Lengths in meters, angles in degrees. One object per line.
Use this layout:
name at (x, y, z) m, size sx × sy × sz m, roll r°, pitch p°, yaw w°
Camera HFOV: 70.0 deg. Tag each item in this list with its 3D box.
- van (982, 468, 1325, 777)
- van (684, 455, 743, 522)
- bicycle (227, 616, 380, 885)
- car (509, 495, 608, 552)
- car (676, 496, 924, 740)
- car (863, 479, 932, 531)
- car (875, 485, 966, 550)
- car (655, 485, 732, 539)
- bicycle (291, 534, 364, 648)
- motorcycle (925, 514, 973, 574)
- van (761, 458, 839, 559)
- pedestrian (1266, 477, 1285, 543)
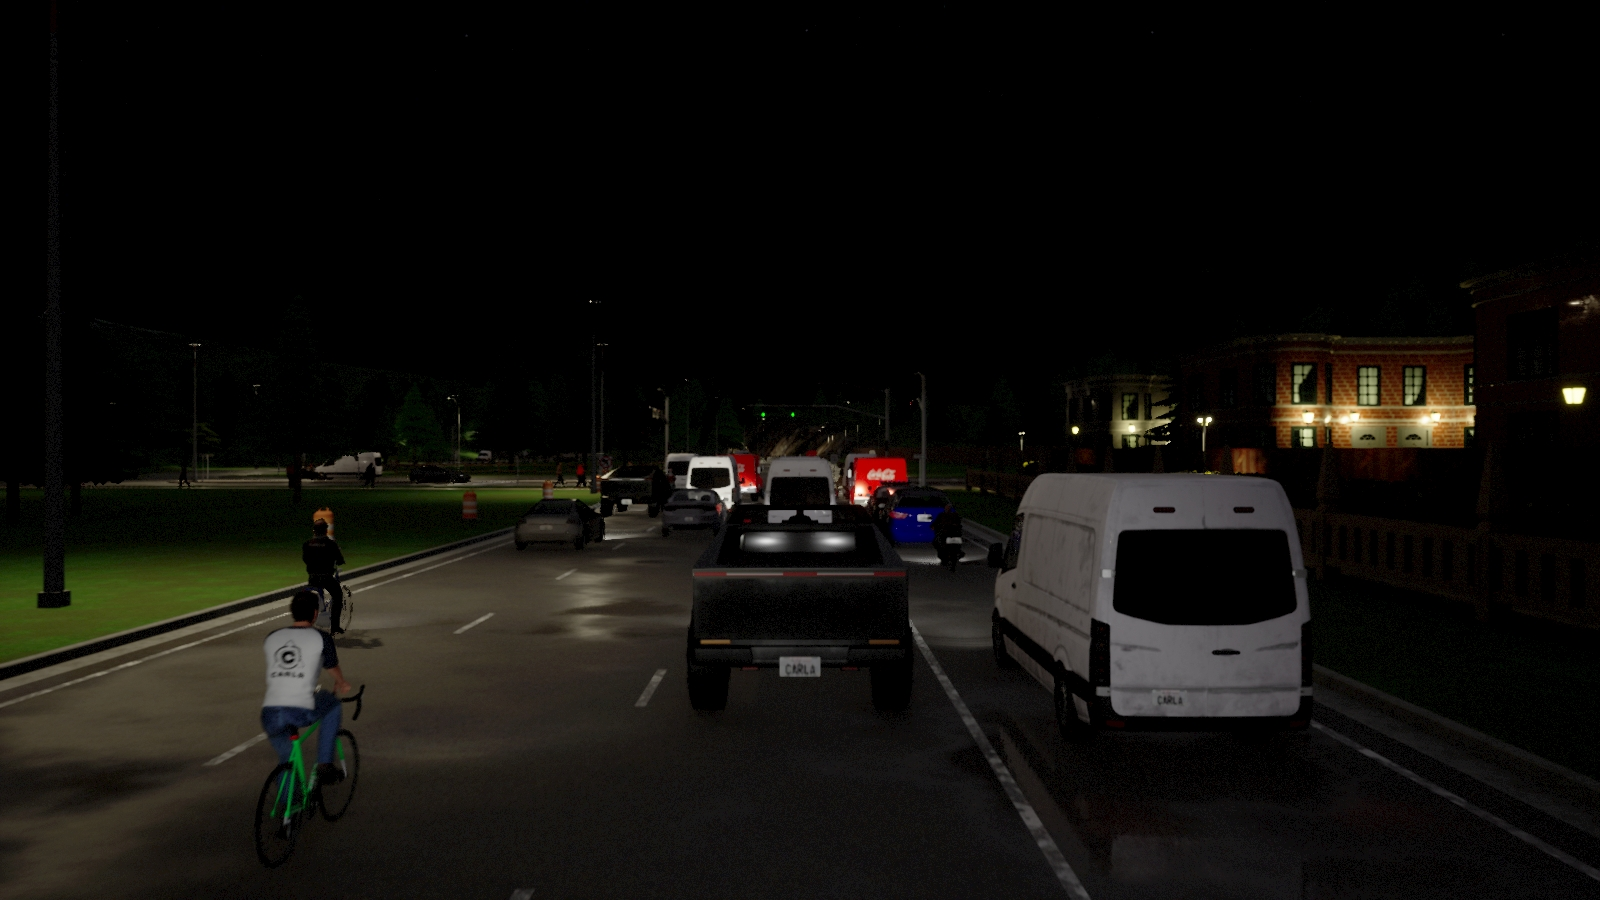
van at (3.497, 1.528, 12.737) m, size 1.988 × 2.561 × 5.915 m, roll 0°, pitch 0°, yaw 0°
van at (-3.504, 1.514, 47.359) m, size 1.988 × 2.561 × 5.915 m, roll 0°, pitch 0°, yaw 0°
bicycle at (-3.499, 2.052, 8.175) m, size 0.373 × 1.496 × 1.643 m, roll 0°, pitch 0°, yaw 0°
car at (-6.999, 2.104, 33.536) m, size 1.994 × 1.385 × 4.181 m, roll 0°, pitch 0°, yaw 0°
car at (0.001, 1.747, 14.176) m, size 2.390 × 2.098 × 6.274 m, roll 0°, pitch 0°, yaw 0°
car at (3.501, 1.964, 42.002) m, size 2.097 × 1.638 × 5.238 m, roll 0°, pitch 0°, yaw 0°
car at (3.500, 1.952, 34.132) m, size 2.242 × 1.667 × 4.611 m, roll 0°, pitch 0°, yaw 0°
car at (-3.494, 2.018, 38.463) m, size 2.097 × 1.535 × 5.006 m, roll 0°, pitch 0°, yaw 0°
bicycle at (-7.004, 2.052, 16.995) m, size 0.329 × 1.471 × 1.835 m, roll 0°, pitch 0°, yaw 0°
motorcycle at (3.501, 2.193, 27.036) m, size 0.867 × 1.251 × 2.209 m, roll 0°, pitch 0°, yaw 0°
van at (-0.003, 1.521, 32.316) m, size 1.988 × 2.561 × 5.915 m, roll 0°, pitch 0°, yaw 0°
pedestrian at (13.385, 1.682, 32.177) m, size 0.375 × 1.860 × 0.375 m, roll 0°, pitch 0°, yaw 0°
